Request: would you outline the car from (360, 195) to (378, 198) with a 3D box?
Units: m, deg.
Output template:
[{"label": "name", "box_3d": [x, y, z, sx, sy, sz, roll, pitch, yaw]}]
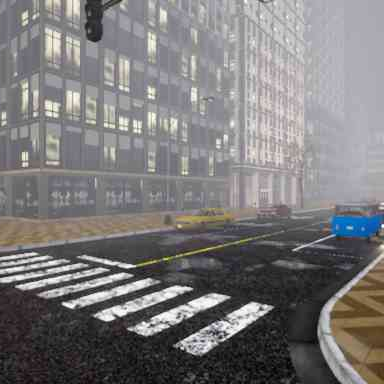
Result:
[{"label": "car", "box_3d": [30.936, 1.393, 58.452, 2.192, 1.841, 5.009, 0, 0, 38]}]

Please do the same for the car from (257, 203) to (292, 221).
[{"label": "car", "box_3d": [6.978, 1.617, 27.746, 1.802, 1.307, 4.206, 0, 0, 38]}]

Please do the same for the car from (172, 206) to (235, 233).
[{"label": "car", "box_3d": [0.820, 1.554, 20.064, 1.752, 1.417, 4.829, 0, 0, 38]}]

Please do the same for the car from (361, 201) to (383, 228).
[{"label": "car", "box_3d": [13.191, 1.476, 22.898, 1.967, 1.590, 4.097, 0, 0, 38]}]

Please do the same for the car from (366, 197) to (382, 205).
[{"label": "car", "box_3d": [34.359, 1.637, 62.838, 2.008, 1.369, 4.403, 0, 0, 38]}]

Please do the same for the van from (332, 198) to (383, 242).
[{"label": "van", "box_3d": [8.185, 1.371, 16.302, 1.690, 1.788, 3.998, 0, 0, 38]}]
